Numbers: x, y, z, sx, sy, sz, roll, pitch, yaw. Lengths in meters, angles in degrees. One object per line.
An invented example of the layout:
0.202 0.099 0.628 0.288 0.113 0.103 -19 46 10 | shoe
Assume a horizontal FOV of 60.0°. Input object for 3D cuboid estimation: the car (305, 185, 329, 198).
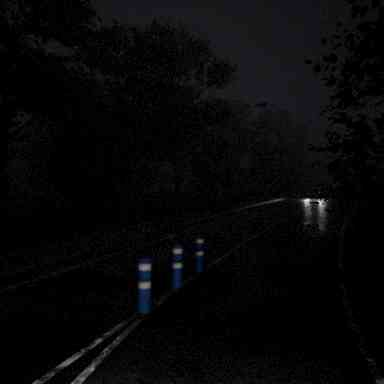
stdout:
14.527 -0.094 38.659 1.812 1.442 4.674 0 3 33 | car
